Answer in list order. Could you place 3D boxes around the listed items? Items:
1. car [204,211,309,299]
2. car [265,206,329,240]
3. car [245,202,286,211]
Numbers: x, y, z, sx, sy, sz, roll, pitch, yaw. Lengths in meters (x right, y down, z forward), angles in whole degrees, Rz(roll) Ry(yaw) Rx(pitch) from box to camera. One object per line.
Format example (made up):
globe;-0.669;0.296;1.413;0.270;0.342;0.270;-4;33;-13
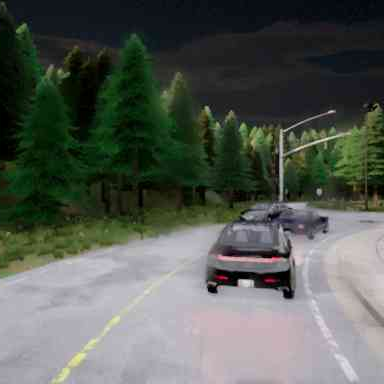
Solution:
car;1.594;1.470;8.500;2.128;1.511;4.902;0;0;14
car;5.581;1.558;16.935;1.895;1.301;4.718;0;0;34
car;4.986;1.438;22.083;2.128;1.511;4.902;0;0;42
